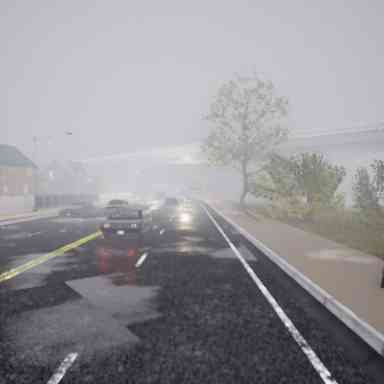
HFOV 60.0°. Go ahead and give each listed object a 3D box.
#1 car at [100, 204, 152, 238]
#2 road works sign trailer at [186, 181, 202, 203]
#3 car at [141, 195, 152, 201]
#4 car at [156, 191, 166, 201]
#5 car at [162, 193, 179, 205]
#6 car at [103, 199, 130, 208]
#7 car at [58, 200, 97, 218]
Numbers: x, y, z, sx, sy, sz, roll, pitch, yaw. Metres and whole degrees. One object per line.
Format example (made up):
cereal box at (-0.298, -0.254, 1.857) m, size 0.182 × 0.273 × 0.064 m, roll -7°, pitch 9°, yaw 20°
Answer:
car at (-3.173, 1.520, 17.082) m, size 1.895 × 1.301 × 4.718 m, roll 0°, pitch 0°, yaw 0°
road works sign trailer at (0.370, 0.066, 57.879) m, size 2.380 × 3.560 × 2.880 m, roll 7°, pitch -6°, yaw 3°
car at (-9.814, 1.275, 71.811) m, size 1.895 × 1.301 × 4.718 m, roll 0°, pitch 0°, yaw 0°
car at (-6.564, 0.905, 71.826) m, size 2.150 × 2.045 × 5.566 m, roll 0°, pitch 0°, yaw 0°
car at (-3.165, 1.345, 51.877) m, size 1.994 × 1.385 × 4.181 m, roll 0°, pitch 0°, yaw 0°
car at (-6.598, 1.372, 29.632) m, size 1.837 × 1.490 × 4.892 m, roll 0°, pitch 0°, yaw 0°
car at (-9.851, 1.416, 29.229) m, size 2.033 × 1.411 × 5.357 m, roll 0°, pitch 0°, yaw 0°
